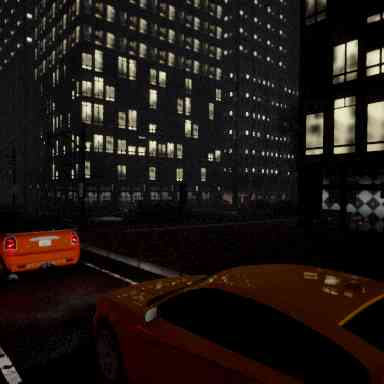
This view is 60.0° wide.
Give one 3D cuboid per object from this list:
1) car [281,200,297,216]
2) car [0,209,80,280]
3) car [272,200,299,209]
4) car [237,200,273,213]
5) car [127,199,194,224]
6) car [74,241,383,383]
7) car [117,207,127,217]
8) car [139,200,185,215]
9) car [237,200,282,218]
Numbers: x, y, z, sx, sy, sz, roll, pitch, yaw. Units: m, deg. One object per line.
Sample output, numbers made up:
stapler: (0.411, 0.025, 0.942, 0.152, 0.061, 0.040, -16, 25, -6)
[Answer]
car: (10.899, 1.935, 37.363, 4.206, 1.307, 1.802, 1, 0, -39)
car: (-5.193, 1.347, 10.285, 2.097, 1.767, 4.553, 0, 0, -40)
car: (14.336, 1.881, 50.979, 4.313, 1.339, 1.947, 1, 0, -39)
car: (8.085, 1.777, 42.520, 4.892, 1.490, 1.837, 1, 0, -39)
car: (-2.211, 1.523, 26.669, 5.009, 1.841, 2.192, 1, 0, -39)
car: (0.749, 1.476, 3.245, 1.882, 1.535, 5.008, 0, 0, -40)
car: (-4.860, 1.653, 31.971, 4.674, 1.442, 1.812, 1, 1, -39)
car: (-3.272, 1.647, 36.619, 4.829, 1.417, 1.752, 1, 0, -39)
car: (6.660, 1.832, 33.906, 4.829, 1.417, 1.752, 1, 0, -39)
